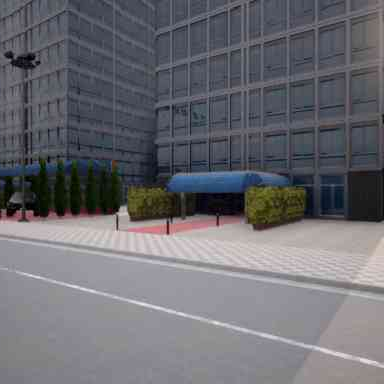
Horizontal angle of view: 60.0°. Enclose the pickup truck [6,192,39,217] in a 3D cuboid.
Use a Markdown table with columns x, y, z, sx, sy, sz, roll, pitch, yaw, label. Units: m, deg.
| x | y | z | sx | sy | sz | roll | pitch | yaw | label |
| --- | --- | --- | --- | --- | --- | --- | --- | --- | --- |
| -15.165 | 1.059 | 30.077 | 2.390 | 2.098 | 6.274 | 0 | 0 | -25 | pickup truck |
